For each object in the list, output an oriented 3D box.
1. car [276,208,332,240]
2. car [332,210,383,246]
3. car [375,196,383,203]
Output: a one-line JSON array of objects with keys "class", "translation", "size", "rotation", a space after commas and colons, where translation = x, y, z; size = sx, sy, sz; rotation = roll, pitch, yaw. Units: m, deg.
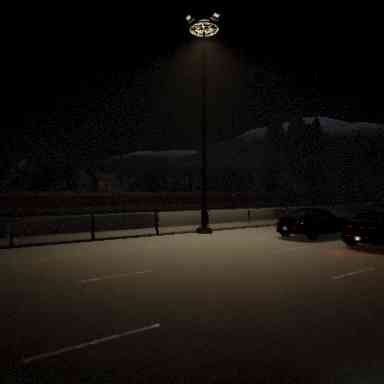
[{"class": "car", "translation": [6.236, 1.534, 16.916], "size": [4.674, 1.442, 1.812], "rotation": [0, 0, -35]}, {"class": "car", "translation": [8.269, 1.517, 14.066], "size": [4.892, 1.490, 1.837], "rotation": [0, 0, -35]}, {"class": "car", "translation": [39.578, 1.559, 68.792], "size": [4.718, 1.301, 1.895], "rotation": [0, 0, -43]}]
